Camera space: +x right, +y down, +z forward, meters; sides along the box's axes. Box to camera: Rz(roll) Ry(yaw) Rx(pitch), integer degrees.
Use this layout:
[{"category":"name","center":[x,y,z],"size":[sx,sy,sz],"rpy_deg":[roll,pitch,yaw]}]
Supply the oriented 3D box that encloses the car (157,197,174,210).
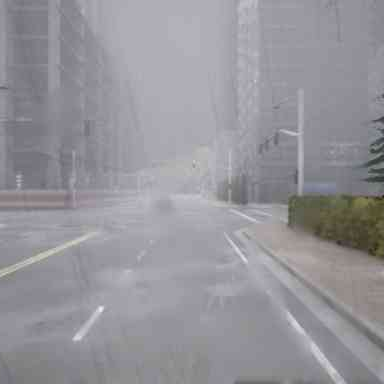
[{"category":"car","center":[-3.405,1.473,42.621],"size":[1.837,1.490,4.892],"rpy_deg":[0,0,0]}]
